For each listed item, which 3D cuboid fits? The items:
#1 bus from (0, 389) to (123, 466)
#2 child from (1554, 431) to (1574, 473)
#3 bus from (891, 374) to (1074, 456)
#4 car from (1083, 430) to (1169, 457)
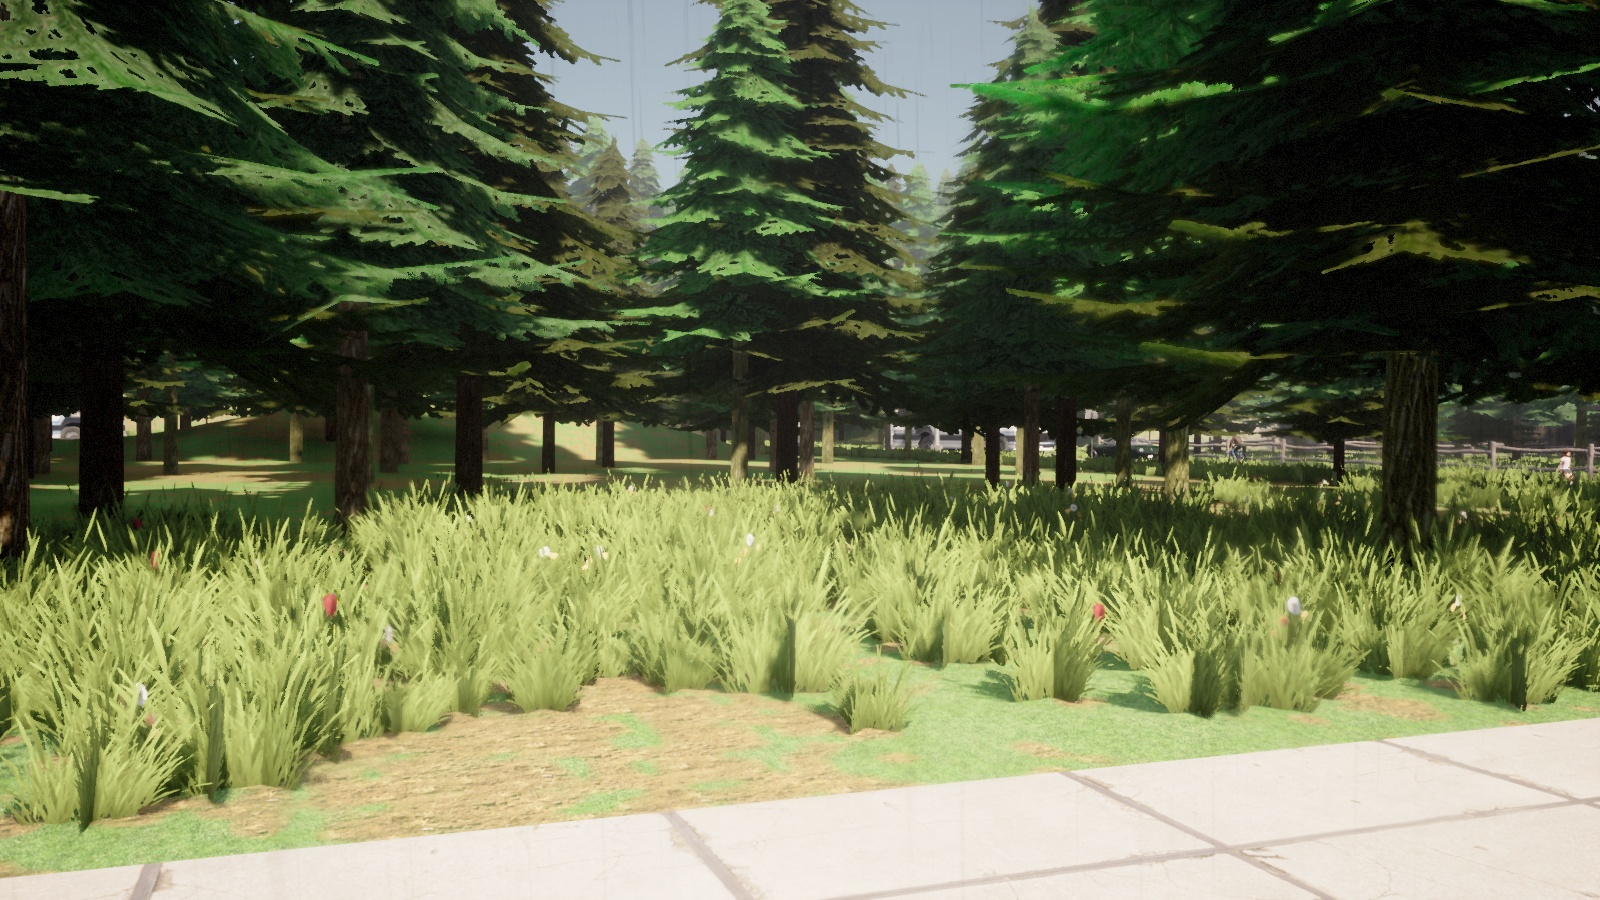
[{"bbox_3d":[-44.734,-1.281,71.227,3.944,4.253,10.273,0,2,40],"label":"bus"},{"bbox_3d":[20.332,0.039,33.416,0.255,1.110,0.394,-1,1,-21],"label":"child"},{"bbox_3d":[10.050,-1.860,70.473,3.944,4.253,10.273,-1,1,-38],"label":"bus"},{"bbox_3d":[16.733,-0.362,64.693,1.895,1.301,4.718,-1,1,-20],"label":"car"}]
